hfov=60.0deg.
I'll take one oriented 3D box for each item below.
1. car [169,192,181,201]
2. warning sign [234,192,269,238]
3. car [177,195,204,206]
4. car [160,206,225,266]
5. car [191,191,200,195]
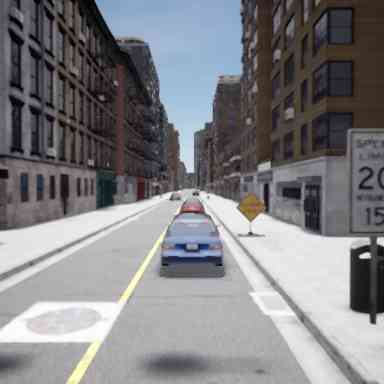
[{"bbox_3d":[-2.823,0.809,57.556,1.812,1.442,4.674,0,1,0],"label":"car"},{"bbox_3d":[2.519,0.941,14.261,1.300,1.860,1.060,0,1,0],"label":"warning sign"},{"bbox_3d":[0.042,1.217,28.343,1.994,1.385,4.181,0,1,1],"label":"car"},{"bbox_3d":[0.023,1.413,11.021,2.033,1.411,5.357,0,1,0],"label":"car"},{"bbox_3d":[0.939,0.426,84.264,1.837,1.490,4.892,0,1,0],"label":"car"}]
